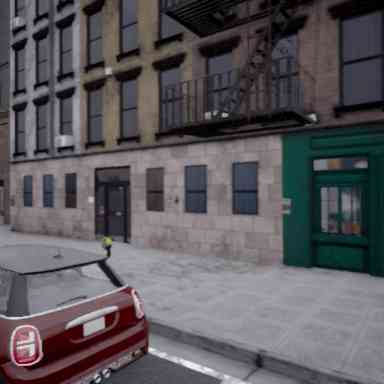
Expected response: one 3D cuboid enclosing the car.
[{"bbox_3d":[-2.622,1.468,4.680,4.097,1.590,1.967,0,0,36],"label":"car"}]
